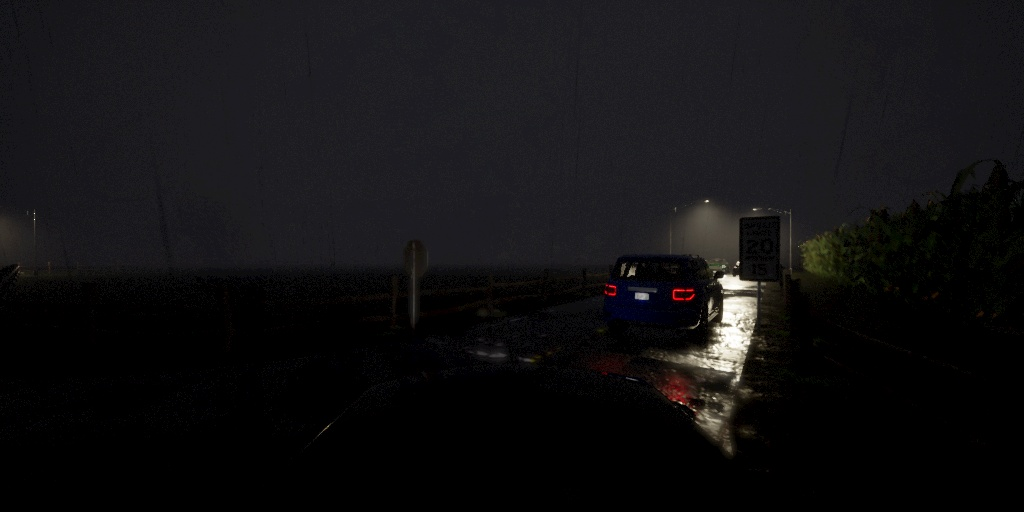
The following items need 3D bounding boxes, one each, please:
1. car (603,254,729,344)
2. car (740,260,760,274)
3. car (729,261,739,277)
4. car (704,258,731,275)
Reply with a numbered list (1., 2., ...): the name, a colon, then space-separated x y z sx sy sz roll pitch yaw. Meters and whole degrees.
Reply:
1. car: 4.413 0.971 9.981 2.150 2.045 5.566 0 0 36
2. car: 28.963 1.298 43.603 1.812 1.442 4.674 0 0 36
3. car: 22.843 1.257 35.135 2.128 1.511 4.902 0 0 37
4. car: 22.948 1.105 40.031 2.097 1.767 4.553 0 0 36
